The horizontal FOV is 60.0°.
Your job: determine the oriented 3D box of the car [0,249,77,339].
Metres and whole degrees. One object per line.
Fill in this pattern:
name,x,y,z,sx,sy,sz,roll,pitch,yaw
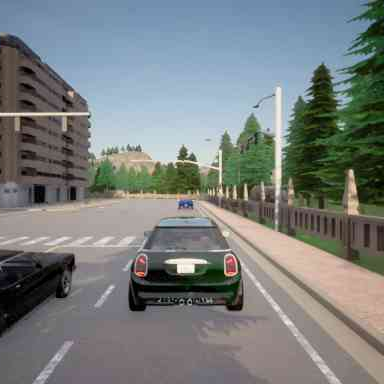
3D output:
car,-3.537,1.601,5.544,1.895,1.301,4.718,0,0,-1

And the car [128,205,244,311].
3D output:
car,-0.118,1.352,7.911,2.097,1.767,4.553,0,0,0

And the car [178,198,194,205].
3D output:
car,-0.822,1.477,44.288,1.882,1.535,5.008,0,0,-1
